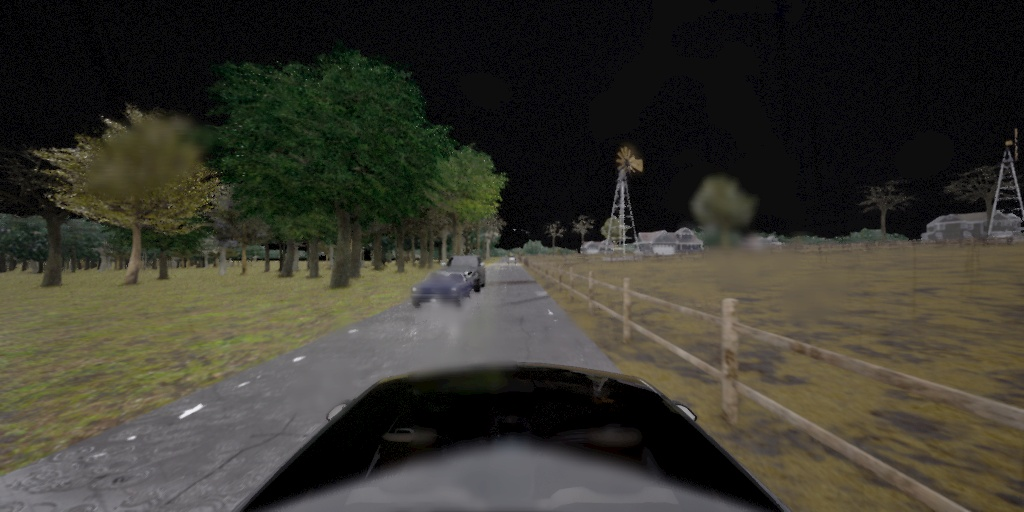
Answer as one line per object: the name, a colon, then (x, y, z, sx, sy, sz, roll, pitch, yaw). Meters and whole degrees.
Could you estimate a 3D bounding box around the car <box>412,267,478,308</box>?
car: (-2.748, 1.327, 15.153, 1.895, 1.301, 4.718, 0, 0, 0)

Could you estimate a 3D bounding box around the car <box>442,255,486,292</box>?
car: (-2.750, 0.938, 21.147, 2.150, 2.045, 5.566, 0, 0, 0)
